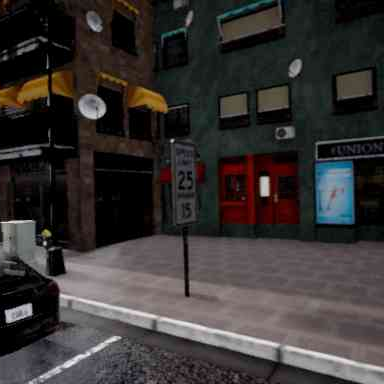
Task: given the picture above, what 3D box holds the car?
[{"bbox_3d":[-3.936,1.566,5.232,4.313,1.339,1.947,-1,0,31],"label":"car"}]
